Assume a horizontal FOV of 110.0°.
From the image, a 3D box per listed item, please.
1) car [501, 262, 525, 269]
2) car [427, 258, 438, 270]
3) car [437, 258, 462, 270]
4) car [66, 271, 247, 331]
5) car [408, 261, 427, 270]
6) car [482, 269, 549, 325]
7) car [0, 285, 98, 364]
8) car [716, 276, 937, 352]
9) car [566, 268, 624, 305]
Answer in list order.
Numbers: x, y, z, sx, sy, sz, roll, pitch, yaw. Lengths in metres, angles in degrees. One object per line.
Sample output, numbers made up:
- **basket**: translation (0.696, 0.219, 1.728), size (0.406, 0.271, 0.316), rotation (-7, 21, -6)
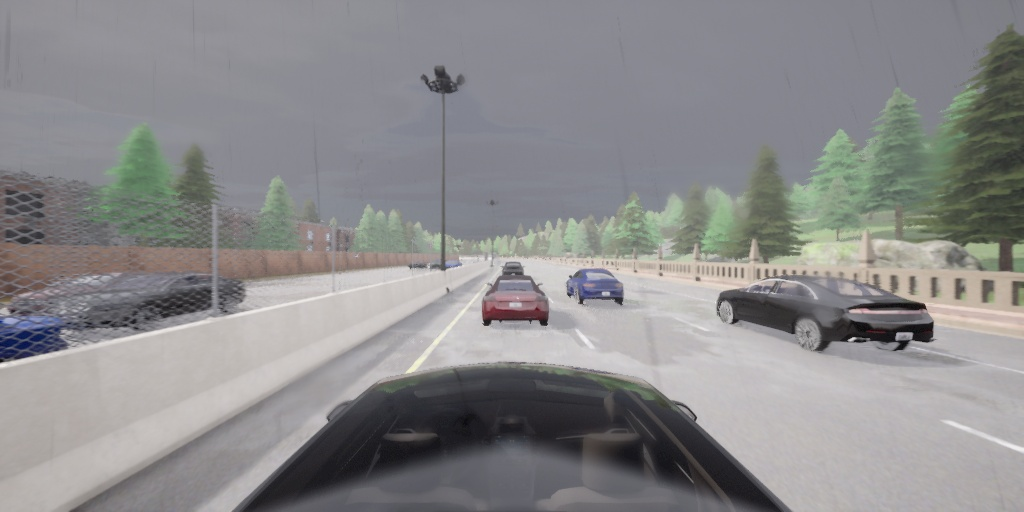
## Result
- **car**: translation (0.093, 1.254, 31.535), size (1.837, 1.490, 4.892), rotation (0, 0, 0)
- **car**: translation (-10.609, 1.099, 52.785), size (2.097, 1.767, 4.553), rotation (0, 0, 0)
- **car**: translation (-7.101, 1.225, 42.369), size (1.882, 1.535, 5.008), rotation (0, 0, 0)
- **car**: translation (-10.602, 1.240, 11.050), size (2.128, 1.511, 4.902), rotation (0, 0, 0)
- **car**: translation (-14.104, 1.348, 53.927), size (1.895, 1.301, 4.718), rotation (0, 0, 0)
- **car**: translation (0.097, 1.314, 11.866), size (1.994, 1.385, 4.181), rotation (0, 0, 0)
- **car**: translation (-7.100, 1.227, 2.797), size (1.882, 1.535, 5.008), rotation (0, 0, 0)
- **car**: translation (7.099, 1.242, 8.912), size (2.128, 1.511, 4.902), rotation (0, 0, 0)
- **car**: translation (3.583, 1.275, 15.990), size (1.812, 1.442, 4.674), rotation (0, 0, 0)
